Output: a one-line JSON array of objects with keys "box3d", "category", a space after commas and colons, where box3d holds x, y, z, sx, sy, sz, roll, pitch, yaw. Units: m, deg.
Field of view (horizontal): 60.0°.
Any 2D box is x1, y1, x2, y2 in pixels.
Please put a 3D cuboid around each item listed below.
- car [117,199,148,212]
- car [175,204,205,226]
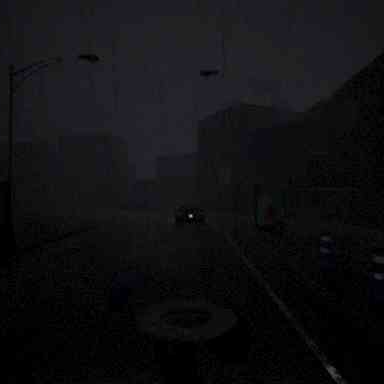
[{"box3d": [-7.184, 1.557, 40.024, 1.882, 1.535, 5.008, 2, -1, -41], "category": "car"}, {"box3d": [-0.210, 1.552, 23.582, 1.994, 1.385, 4.181, 0, 0, -4], "category": "car"}]
